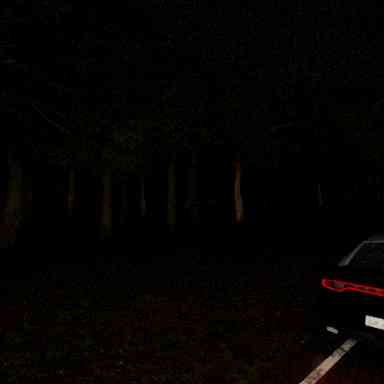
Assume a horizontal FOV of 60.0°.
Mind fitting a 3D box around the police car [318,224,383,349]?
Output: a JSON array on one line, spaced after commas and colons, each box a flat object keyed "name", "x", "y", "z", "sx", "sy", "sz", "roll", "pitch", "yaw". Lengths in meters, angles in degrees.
[{"name": "police car", "x": 4.091, "y": 1.422, "z": 6.002, "sx": 1.930, "sy": 1.638, "sz": 5.238, "roll": 0, "pitch": 0, "yaw": 44}]
